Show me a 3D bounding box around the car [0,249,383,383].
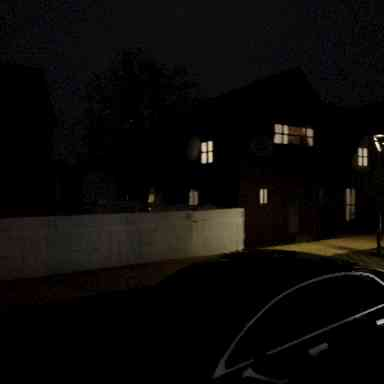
[{"bbox_3d":[0.596,1.462,3.438,4.892,1.490,1.837,0,1,-32],"label":"car"}]
